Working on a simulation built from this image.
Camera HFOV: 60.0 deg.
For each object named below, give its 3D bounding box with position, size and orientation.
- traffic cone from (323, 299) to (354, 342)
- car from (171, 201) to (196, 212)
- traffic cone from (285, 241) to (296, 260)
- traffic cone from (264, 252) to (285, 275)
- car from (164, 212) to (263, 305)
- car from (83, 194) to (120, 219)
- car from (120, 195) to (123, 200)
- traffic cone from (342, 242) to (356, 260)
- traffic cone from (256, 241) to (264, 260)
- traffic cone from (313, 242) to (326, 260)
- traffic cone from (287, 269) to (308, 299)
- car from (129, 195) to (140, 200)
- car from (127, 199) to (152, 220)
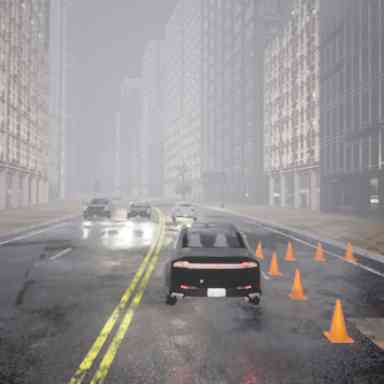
[{"bbox_3d":[2.260,1.957,5.142,0.340,0.580,0.340,0,0,0],"label":"traffic cone"},{"bbox_3d":[-0.680,1.468,26.407,1.812,1.442,4.674,1,0,-5],"label":"car"},{"bbox_3d":[3.269,1.952,11.141,0.340,0.580,0.340,0,0,0],"label":"traffic cone"},{"bbox_3d":[2.266,1.949,9.142,0.340,0.580,0.340,0,0,0],"label":"traffic cone"},{"bbox_3d":[0.373,1.475,8.030,2.128,1.511,4.902,0,0,-1],"label":"car"},{"bbox_3d":[-7.518,1.237,27.396,2.097,1.767,4.553,0,0,-6],"label":"car"},{"bbox_3d":[-15.141,1.180,67.537,1.882,1.535,5.008,1,0,-16],"label":"car"},{"bbox_3d":[5.268,1.966,11.137,0.340,0.580,0.340,0,0,0],"label":"traffic cone"},{"bbox_3d":[2.269,1.945,11.142,0.340,0.580,0.340,0,0,0],"label":"traffic cone"},{"bbox_3d":[4.268,1.959,11.139,0.340,0.580,0.340,0,0,0],"label":"traffic cone"},{"bbox_3d":[2.263,1.953,7.142,0.340,0.580,0.340,0,0,0],"label":"traffic cone"},{"bbox_3d":[-11.587,1.253,66.854,1.882,1.535,5.008,1,0,-15],"label":"car"},{"bbox_3d":[-4.194,1.514,26.993,1.895,1.301,4.718,0,0,-6],"label":"car"}]
